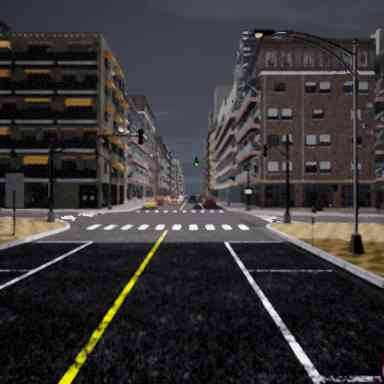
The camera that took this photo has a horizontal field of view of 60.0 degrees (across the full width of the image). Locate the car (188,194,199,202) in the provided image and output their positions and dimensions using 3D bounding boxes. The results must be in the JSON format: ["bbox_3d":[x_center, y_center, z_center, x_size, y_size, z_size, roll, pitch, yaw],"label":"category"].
[{"bbox_3d":[0.081,1.536,76.368,1.837,1.490,4.892,0,0,0],"label":"car"}]

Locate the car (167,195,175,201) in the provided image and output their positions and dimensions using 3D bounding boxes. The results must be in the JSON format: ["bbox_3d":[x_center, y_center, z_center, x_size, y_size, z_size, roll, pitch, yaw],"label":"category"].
[{"bbox_3d":[-5.590,1.592,89.208,1.887,1.381,4.507,1,0,0],"label":"car"}]

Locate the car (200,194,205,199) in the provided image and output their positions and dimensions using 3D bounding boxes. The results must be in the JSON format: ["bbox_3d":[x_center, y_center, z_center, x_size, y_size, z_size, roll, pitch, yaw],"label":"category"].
[{"bbox_3d":[2.757,1.466,56.045,1.967,1.590,4.097,1,0,0],"label":"car"}]

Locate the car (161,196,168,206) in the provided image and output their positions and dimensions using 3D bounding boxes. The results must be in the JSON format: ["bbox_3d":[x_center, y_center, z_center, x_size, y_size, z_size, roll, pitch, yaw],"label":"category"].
[{"bbox_3d":[-5.625,1.571,56.067,1.887,1.381,4.507,1,0,0],"label":"car"}]

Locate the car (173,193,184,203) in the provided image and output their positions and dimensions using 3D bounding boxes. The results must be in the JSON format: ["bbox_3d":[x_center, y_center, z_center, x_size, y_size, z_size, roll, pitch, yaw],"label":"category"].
[{"bbox_3d":[-2.922,1.258,74.442,2.150,2.045,5.566,0,0,0],"label":"car"}]

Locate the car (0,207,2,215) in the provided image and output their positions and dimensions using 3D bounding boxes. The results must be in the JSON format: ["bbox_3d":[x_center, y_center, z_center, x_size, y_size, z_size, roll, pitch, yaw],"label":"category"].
[{"bbox_3d":[-17.225,1.270,25.908,4.507,1.381,1.887,1,-1,0],"label":"car"}]

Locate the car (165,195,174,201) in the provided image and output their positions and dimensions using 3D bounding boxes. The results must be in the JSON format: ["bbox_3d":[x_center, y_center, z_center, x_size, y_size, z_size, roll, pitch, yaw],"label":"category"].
[{"bbox_3d":[-5.596,1.594,83.685,2.008,1.369,4.403,1,0,0],"label":"car"}]

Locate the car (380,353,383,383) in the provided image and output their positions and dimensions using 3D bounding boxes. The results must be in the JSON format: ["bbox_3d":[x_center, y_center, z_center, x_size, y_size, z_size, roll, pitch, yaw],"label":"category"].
[{"bbox_3d":[2.699,1.545,1.485,1.887,1.381,4.507,1,0,0],"label":"car"}]

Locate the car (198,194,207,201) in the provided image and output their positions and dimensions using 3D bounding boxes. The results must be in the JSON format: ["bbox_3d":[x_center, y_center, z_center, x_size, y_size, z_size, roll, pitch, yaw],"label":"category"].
[{"bbox_3d":[2.793,1.362,89.186,2.192,1.841,5.009,1,0,0],"label":"car"}]

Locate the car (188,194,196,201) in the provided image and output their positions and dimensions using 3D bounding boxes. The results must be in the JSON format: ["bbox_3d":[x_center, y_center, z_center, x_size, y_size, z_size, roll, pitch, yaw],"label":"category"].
[{"bbox_3d":[0.091,1.331,86.761,2.097,1.767,4.553,0,0,0],"label":"car"}]

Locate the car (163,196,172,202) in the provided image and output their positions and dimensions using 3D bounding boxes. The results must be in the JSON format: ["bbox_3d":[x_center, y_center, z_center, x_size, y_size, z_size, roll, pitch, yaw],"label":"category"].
[{"bbox_3d":[-5.602,1.565,77.991,1.752,1.417,4.829,1,0,0],"label":"car"}]

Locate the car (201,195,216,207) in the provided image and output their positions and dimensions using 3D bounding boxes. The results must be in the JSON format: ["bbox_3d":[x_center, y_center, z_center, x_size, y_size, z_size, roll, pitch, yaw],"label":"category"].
[{"bbox_3d":[2.750,1.567,50.521,1.887,1.381,4.507,1,0,0],"label":"car"}]

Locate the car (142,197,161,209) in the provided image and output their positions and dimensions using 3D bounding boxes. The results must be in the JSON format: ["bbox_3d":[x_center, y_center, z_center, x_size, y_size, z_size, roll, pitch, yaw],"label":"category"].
[{"bbox_3d":[-5.636,1.545,44.851,1.752,1.417,4.829,1,0,0],"label":"car"}]

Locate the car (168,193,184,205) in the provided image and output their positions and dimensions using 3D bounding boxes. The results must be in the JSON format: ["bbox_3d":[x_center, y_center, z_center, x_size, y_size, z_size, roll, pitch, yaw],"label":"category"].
[{"bbox_3d":[-2.985,1.379,58.471,2.097,1.767,4.553,0,0,1],"label":"car"}]
